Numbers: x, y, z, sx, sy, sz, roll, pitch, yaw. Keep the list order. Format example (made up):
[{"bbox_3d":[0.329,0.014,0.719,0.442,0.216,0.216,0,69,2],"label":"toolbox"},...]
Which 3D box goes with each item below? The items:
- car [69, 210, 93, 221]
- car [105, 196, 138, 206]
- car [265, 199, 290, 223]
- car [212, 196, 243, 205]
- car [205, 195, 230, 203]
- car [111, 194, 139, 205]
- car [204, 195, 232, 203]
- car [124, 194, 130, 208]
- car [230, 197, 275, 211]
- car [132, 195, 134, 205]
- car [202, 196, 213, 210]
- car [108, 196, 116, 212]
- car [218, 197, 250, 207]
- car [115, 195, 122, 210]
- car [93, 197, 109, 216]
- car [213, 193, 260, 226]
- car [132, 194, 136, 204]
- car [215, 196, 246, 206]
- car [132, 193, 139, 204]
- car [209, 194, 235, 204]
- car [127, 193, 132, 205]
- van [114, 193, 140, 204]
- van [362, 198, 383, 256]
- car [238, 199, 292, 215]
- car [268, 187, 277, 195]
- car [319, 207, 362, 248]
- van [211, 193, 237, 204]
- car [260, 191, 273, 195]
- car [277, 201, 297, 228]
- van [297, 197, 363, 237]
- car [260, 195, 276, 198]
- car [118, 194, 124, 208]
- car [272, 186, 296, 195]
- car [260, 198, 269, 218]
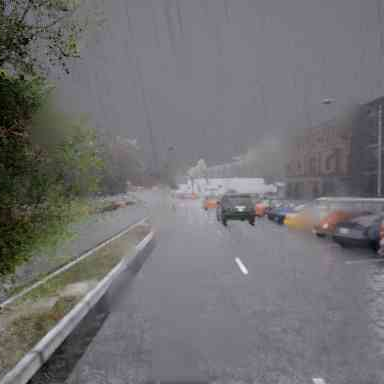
[{"bbox_3d":[-10.536,1.500,25.658,5.008,1.535,2.097,-1,0,-21],"label":"car"},{"bbox_3d":[-12.314,1.500,58.116,5.366,1.575,1.946,-1,0,-24],"label":"car"},{"bbox_3d":[7.733,1.474,22.080,5.008,1.535,2.097,1,0,-21],"label":"car"},{"bbox_3d":[6.215,1.451,58.293,4.892,1.521,2.231,1,0,-25],"label":"car"},{"bbox_3d":[5.315,1.478,70.300,4.792,1.488,2.163,1,0,-26],"label":"car"},{"bbox_3d":[-12.366,1.375,61.156,4.553,1.767,2.185,-1,0,-25],"label":"car"},{"bbox_3d":[5.259,1.440,67.240,5.366,1.575,1.946,1,0,-26],"label":"car"},{"bbox_3d":[-11.324,1.500,43.345,5.366,1.575,1.946,-1,0,-23],"label":"car"},{"bbox_3d":[7.292,1.462,40.198,5.008,1.535,2.097,1,0,-23],"label":"car"},{"bbox_3d":[-11.493,1.540,49.333,4.674,1.452,2.002,-1,0,-23],"label":"car"},{"bbox_3d":[2.499,1.335,42.042,2.097,1.767,4.553,0,0,-3],"label":"car"},{"bbox_3d":[-10.743,1.529,34.561,4.792,1.488,2.163,-1,0,-22],"label":"car"},{"bbox_3d":[6.640,1.494,52.265,4.674,1.452,2.002,1,0,-24],"label":"car"},{"bbox_3d":[-10.874,1.499,37.503,5.008,1.535,2.097,-1,0,-22],"label":"car"},{"bbox_3d":[-10.708,1.530,31.567,4.792,1.488,2.163,-1,0,-21],"label":"car"},{"bbox_3d":[3.024,1.212,23.746,2.150,2.045,5.566,0,0,-1],"label":"car"},{"bbox_3d":[-11.694,1.540,52.287,4.674,1.452,2.002,-1,0,-24],"label":"car"},{"bbox_3d":[6.427,1.492,55.283,4.674,1.452,2.002,1,0,-24],"label":"car"},{"bbox_3d":[-11.747,1.495,55.321,5.366,1.575,1.946,-1,0,-24],"label":"car"},{"bbox_3d":[5.736,1.321,64.325,4.553,1.767,2.185,1,0,-25],"label":"car"},{"bbox_3d":[-11.289,1.374,46.387,4.553,1.767,2.185,-1,0,-23],"label":"car"},{"bbox_3d":[-12.563,1.273,64.144,4.442,1.987,1.878,-1,0,-25],"label":"van"},{"bbox_3d":[7.658,1.252,9.984,4.442,1.987,1.878,1,0,-20],"label":"van"},{"bbox_3d":[7.494,1.465,34.163,5.008,1.535,2.097,1,0,-22],"label":"car"},{"bbox_3d":[19.954,0.158,82.483,2.002,1.452,4.674,-7,4,-30],"label":"car"},{"bbox_3d":[7.788,1.508,13.053,4.792,1.488,2.163,1,0,-20],"label":"car"},{"bbox_3d":[5.864,1.221,61.252,4.442,1.987,1.878,1,0,-25],"label":"van"},{"bbox_3d":[7.130,1.208,43.201,5.566,2.045,2.435,1,0,-23],"label":"car"},{"bbox_3d":[7.917,1.475,19.137,5.366,1.575,1.946,1,0,-20],"label":"car"},{"bbox_3d":[7.651,1.250,16.009,4.442,1.987,1.878,1,0,-20],"label":"van"},{"bbox_3d":[7.619,1.344,28.117,4.553,1.767,2.185,1,0,-21],"label":"car"},{"bbox_3d":[-11.041,1.375,40.454,4.553,1.767,2.185,-1,0,-22],"label":"car"},{"bbox_3d":[22.901,-0.422,83.000,2.435,2.045,5.566,-7,4,-30],"label":"car"},{"bbox_3d":[7.678,1.473,25.098,4.892,1.521,2.231,1,0,-21],"label":"car"}]
